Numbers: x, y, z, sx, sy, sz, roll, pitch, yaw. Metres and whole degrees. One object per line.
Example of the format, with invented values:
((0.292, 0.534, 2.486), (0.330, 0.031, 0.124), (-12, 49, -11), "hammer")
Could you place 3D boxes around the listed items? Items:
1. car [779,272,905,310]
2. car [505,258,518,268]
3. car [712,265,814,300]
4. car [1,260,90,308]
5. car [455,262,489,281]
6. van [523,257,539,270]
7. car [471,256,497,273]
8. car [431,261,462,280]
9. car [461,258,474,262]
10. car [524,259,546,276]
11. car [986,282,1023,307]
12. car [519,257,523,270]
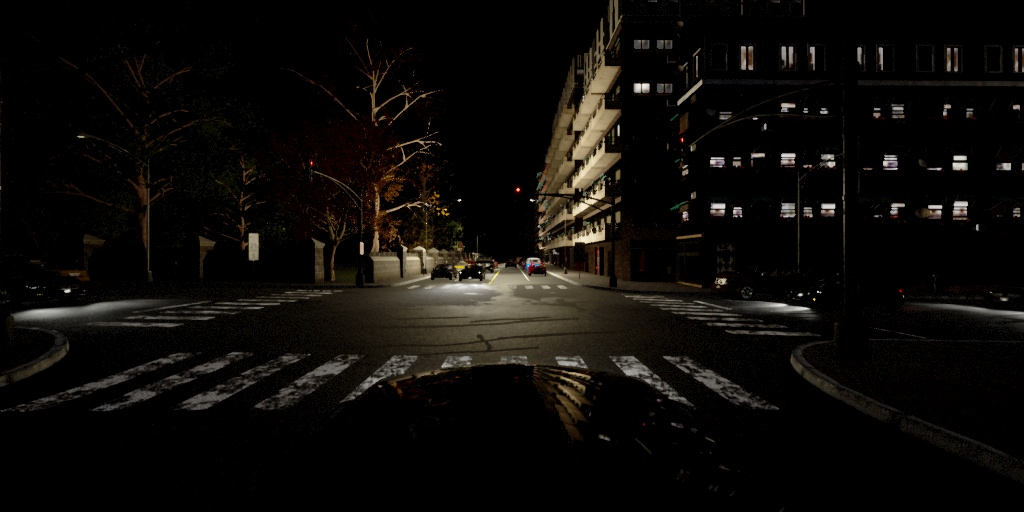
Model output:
((15.116, 1.623, 16.365), (4.181, 1.385, 1.994), (1, 0, -1), "car")
((-0.175, 1.366, 61.545), (1.994, 1.385, 4.181), (0, 0, 0), "car")
((13.374, 1.353, 18.929), (5.009, 1.841, 2.192), (0, 0, -1), "car")
((-18.205, 0.954, 12.695), (4.892, 1.490, 1.837), (1, 0, -1), "car")
((-3.225, 1.364, 29.663), (1.895, 1.301, 4.718), (0, 0, 0), "car")
((2.507, 1.115, 42.481), (1.690, 1.789, 3.998), (0, 0, 0), "van")
((-3.287, 0.998, 43.329), (2.150, 2.045, 5.566), (0, 0, 0), "car")
((-5.822, 1.330, 31.181), (1.948, 1.339, 4.313), (0, 0, 0), "car")
((-5.872, 1.300, 42.273), (1.751, 1.417, 4.829), (0, 0, 0), "car")
((2.533, 1.314, 36.850), (1.888, 1.381, 4.507), (0, 0, 0), "car")
((24.953, 1.764, 16.509), (4.674, 1.442, 1.812), (1, 0, -1), "car")
((2.455, 1.229, 53.741), (1.967, 1.591, 4.097), (0, 0, 0), "car")
